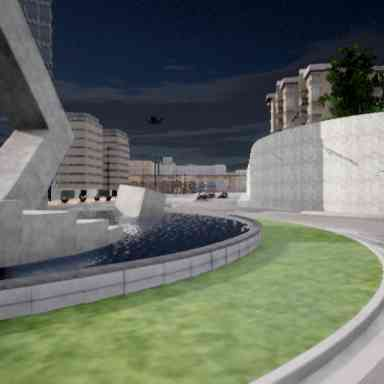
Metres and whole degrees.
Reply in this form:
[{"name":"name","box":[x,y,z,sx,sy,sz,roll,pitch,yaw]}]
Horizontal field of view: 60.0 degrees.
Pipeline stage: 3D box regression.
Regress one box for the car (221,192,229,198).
[{"name":"car","box":[8.998,0.828,91.017,1.837,1.490,4.892,0,0,9]}]

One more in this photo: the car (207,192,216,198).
[{"name":"car","box":[5.411,0.854,90.750,2.128,1.511,4.902,0,0,9]}]

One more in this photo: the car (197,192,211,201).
[{"name":"car","box":[2.201,1.053,70.767,2.128,1.511,4.902,0,0,9]}]

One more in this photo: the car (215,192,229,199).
[{"name":"car","box":[7.417,1.040,81.174,1.895,1.301,4.718,0,0,9]}]

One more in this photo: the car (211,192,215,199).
[{"name":"car","box":[3.825,0.979,80.876,1.812,1.442,4.674,0,0,9]}]
